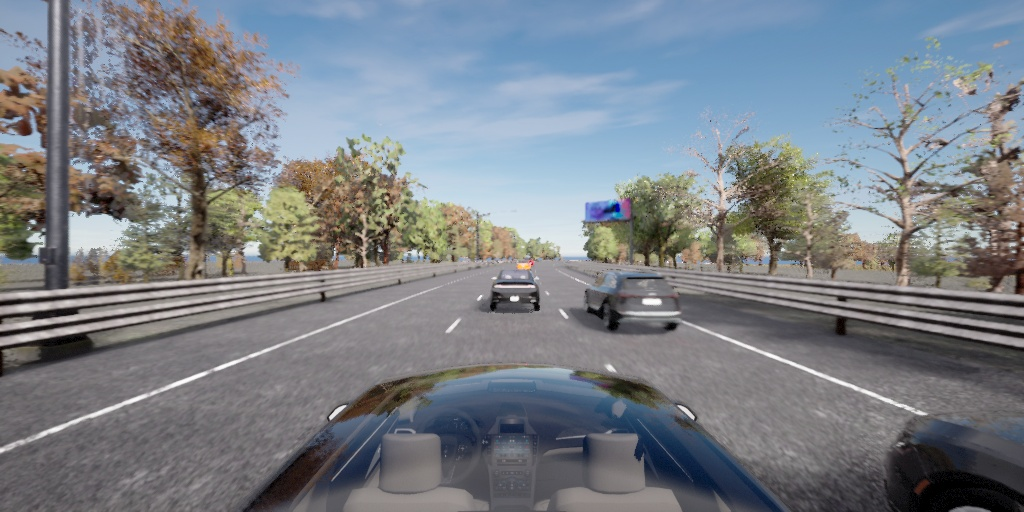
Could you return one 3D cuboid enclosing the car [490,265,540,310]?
[{"bbox_3d":[0.150,1.297,14.997,2.128,1.511,4.902,0,0,1],"label":"car"}]

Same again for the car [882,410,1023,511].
[{"bbox_3d":[3.493,1.255,0.433,1.837,1.490,4.892,0,0,0],"label":"car"}]

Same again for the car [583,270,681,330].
[{"bbox_3d":[3.554,1.226,11.311,2.033,1.649,4.856,0,0,1],"label":"car"}]

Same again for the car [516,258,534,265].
[{"bbox_3d":[1.680,1.339,50.977,2.097,1.767,4.553,0,0,4],"label":"car"}]
